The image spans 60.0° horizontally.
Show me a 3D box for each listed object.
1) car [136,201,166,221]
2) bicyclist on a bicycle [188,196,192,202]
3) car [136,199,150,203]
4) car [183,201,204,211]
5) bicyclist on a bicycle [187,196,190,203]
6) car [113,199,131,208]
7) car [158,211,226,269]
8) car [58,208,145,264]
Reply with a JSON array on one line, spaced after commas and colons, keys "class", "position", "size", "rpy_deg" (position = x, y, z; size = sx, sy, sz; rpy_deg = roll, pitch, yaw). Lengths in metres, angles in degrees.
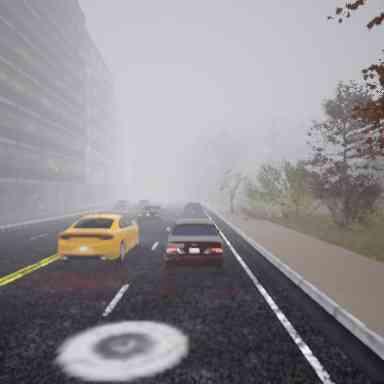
[{"class": "car", "position": [-3.139, 1.705, 26.363], "size": [2.033, 1.411, 5.357], "rpy_deg": [0, 0, 0]}, {"class": "bicyclist on a bicycle", "position": [-0.307, 1.932, 79.796], "size": [0.582, 1.620, 1.656], "rpy_deg": [0, -1, -3]}, {"class": "car", "position": [-6.595, 1.786, 46.013], "size": [1.837, 1.490, 4.892], "rpy_deg": [0, -1, -1]}, {"class": "car", "position": [0.145, 1.674, 32.719], "size": [1.882, 1.535, 5.008], "rpy_deg": [0, 0, 0]}, {"class": "bicyclist on a bicycle", "position": [-0.911, 1.900, 88.846], "size": [0.659, 1.776, 1.843], "rpy_deg": [0, 0, -4]}, {"class": "car", "position": [-9.852, 1.791, 47.018], "size": [1.837, 1.490, 4.892], "rpy_deg": [0, -1, -1]}, {"class": "car", "position": [0.085, 1.615, 11.369], "size": [2.033, 1.411, 5.357], "rpy_deg": [0, 0, 0]}, {"class": "car", "position": [-3.160, 1.550, 12.197], "size": [1.882, 1.535, 5.008], "rpy_deg": [0, -1, 0]}]
